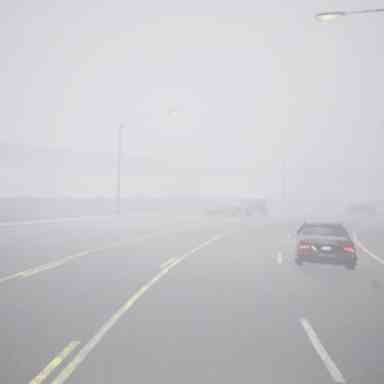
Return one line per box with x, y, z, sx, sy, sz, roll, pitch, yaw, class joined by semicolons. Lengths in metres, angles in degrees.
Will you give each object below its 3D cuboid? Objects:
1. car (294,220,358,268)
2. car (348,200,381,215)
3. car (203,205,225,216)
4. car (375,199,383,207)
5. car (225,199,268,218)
4.771;1.742;12.162;2.033;1.411;5.357;0;-1;19;car
23.074;2.242;44.904;5.008;1.535;1.882;1;-1;-38;car
3.363;2.132;38.898;1.895;1.301;4.718;0;-1;40;car
36.448;2.272;64.053;5.566;2.045;2.150;2;-2;-27;car
6.436;1.749;37.144;2.150;2.045;5.566;-1;-1;41;car
